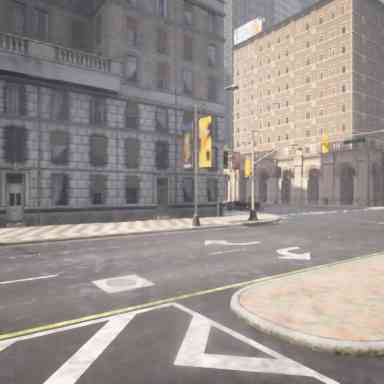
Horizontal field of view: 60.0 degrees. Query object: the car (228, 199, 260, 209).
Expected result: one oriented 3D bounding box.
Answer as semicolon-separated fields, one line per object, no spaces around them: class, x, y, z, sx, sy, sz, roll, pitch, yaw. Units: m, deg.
car;7.309;1.601;46.494;1.895;1.301;4.718;0;0;-36
